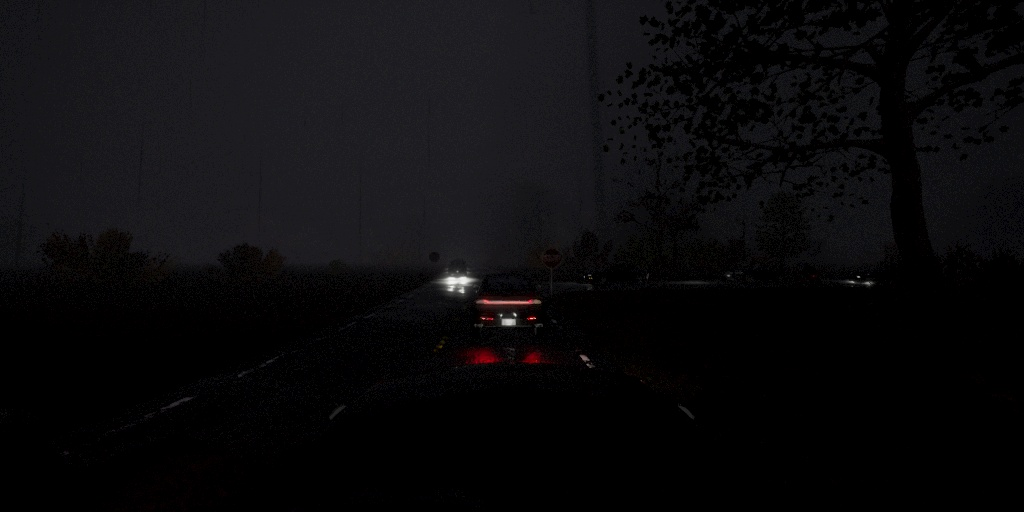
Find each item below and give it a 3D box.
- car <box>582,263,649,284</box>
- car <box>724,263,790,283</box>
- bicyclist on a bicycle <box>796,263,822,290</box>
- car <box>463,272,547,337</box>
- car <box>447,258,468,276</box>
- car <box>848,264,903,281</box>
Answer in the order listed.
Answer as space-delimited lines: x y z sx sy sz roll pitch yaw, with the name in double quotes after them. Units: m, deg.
7.609 1.276 26.434 4.892 1.490 1.837 0 0 -11 "car"
19.372 1.287 28.431 4.902 1.511 2.128 0 0 -9 "car"
18.043 1.233 21.798 0.582 1.620 1.656 0 0 -9 "bicyclist on a bicycle"
-0.135 1.241 10.300 2.128 1.511 4.902 0 0 -2 "car"
-5.578 1.235 36.981 2.128 1.511 4.902 0 0 -8 "car"
31.537 1.365 30.327 5.357 1.411 2.033 0 0 -9 "car"
